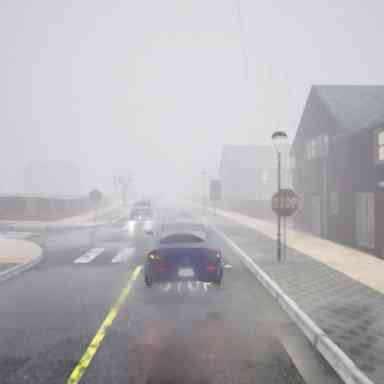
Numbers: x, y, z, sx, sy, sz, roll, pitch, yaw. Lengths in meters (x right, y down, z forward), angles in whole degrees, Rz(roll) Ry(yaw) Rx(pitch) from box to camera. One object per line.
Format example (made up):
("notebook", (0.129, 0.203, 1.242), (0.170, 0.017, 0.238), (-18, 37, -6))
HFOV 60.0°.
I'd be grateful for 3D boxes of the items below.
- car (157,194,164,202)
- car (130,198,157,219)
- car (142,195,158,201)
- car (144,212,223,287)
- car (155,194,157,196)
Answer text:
("car", (-7.085, 1.223, 68.817), (2.097, 1.767, 4.553), (0, 0, -12))
("car", (-4.199, 1.473, 28.552), (1.812, 1.442, 4.674), (0, 0, -5))
("car", (-5.232, 1.453, 38.862), (1.812, 1.442, 4.674), (0, 0, -7))
("car", (-0.301, 1.509, 9.228), (1.812, 1.442, 4.674), (0, 0, -4))
("car", (-7.091, 1.250, 52.656), (2.097, 1.767, 4.553), (0, 0, -9))
